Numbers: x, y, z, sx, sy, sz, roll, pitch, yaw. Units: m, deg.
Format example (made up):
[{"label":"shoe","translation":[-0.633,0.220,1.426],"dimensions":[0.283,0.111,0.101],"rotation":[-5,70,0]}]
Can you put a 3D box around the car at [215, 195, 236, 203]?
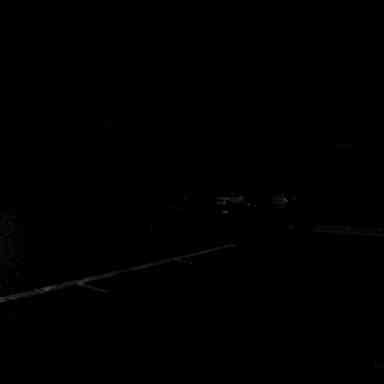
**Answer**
[{"label":"car","translation":[6.527,1.300,64.470],"dimensions":[1.812,1.442,4.674],"rotation":[0,0,37]}]

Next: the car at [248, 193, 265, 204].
[{"label":"car","translation":[11.947,1.371,60.054],"dimensions":[2.033,1.411,5.357],"rotation":[1,0,37]}]

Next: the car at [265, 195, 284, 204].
[{"label":"car","translation":[15.081,1.353,58.276],"dimensions":[1.837,1.490,4.892],"rotation":[0,0,38]}]

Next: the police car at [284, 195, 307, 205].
[{"label":"police car","translation":[17.813,1.298,56.224],"dimensions":[1.930,1.638,5.238],"rotation":[1,0,36]}]

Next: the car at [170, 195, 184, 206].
[{"label":"car","translation":[-0.709,1.322,48.692],"dimensions":[1.812,1.442,4.674],"rotation":[1,0,36]}]

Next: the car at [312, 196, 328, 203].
[{"label":"car","translation":[24.707,1.450,63.427],"dimensions":[4.181,1.385,1.994],"rotation":[0,0,-37]}]

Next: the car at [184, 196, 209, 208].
[{"label":"car","translation":[1.394,1.422,45.641],"dimensions":[1.895,1.301,4.718],"rotation":[1,0,36]}]

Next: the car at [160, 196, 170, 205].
[{"label":"car","translation":[-2.940,1.263,51.573],"dimensions":[2.128,1.511,4.902],"rotation":[1,0,36]}]

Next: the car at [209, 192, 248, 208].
[{"label":"car","translation":[4.986,1.067,44.634],"dimensions":[2.150,2.045,5.566],"rotation":[1,0,36]}]
